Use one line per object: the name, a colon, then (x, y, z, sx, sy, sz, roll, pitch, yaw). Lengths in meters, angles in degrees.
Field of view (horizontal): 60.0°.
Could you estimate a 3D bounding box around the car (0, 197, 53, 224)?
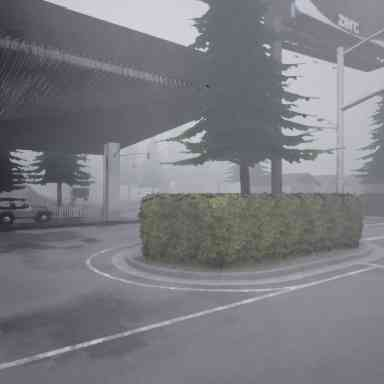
car: (-12.015, 1.312, 23.453, 3.866, 1.878, 1.905, 0, 0, -36)
